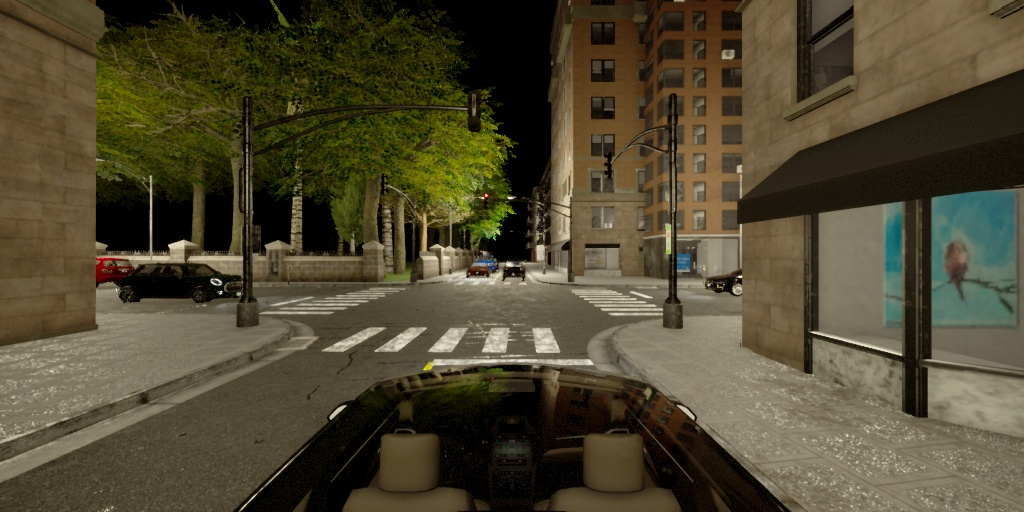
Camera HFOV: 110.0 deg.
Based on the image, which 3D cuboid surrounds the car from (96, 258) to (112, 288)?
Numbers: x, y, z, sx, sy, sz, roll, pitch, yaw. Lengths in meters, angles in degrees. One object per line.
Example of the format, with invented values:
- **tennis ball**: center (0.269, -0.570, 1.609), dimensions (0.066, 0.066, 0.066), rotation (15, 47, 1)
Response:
- **car**: center (-25.929, 1.035, 21.753), dimensions (5.009, 1.841, 2.192), rotation (0, 0, 1)

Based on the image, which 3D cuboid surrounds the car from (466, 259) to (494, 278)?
- **car**: center (-3.064, 1.293, 33.589), dimensions (1.994, 1.385, 4.181), rotation (0, 0, 0)

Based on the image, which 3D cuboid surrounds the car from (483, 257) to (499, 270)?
- **car**: center (-3.035, 1.044, 52.958), dimensions (2.097, 1.767, 4.553), rotation (0, 0, 0)

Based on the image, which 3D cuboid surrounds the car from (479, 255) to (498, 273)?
- **car**: center (-3.056, 0.933, 42.898), dimensions (2.150, 2.045, 5.566), rotation (0, 0, 0)

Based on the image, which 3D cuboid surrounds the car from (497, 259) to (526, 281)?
- **car**: center (0.146, 1.226, 30.257), dimensions (2.128, 1.511, 4.902), rotation (0, 0, 0)

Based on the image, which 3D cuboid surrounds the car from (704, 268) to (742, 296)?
- **car**: center (12.684, 1.271, 18.668), dimensions (4.892, 1.490, 1.837), rotation (0, 0, 1)

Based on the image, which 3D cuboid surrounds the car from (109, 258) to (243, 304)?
- **car**: center (-14.253, 1.089, 15.830), dimensions (4.553, 1.767, 2.097), rotation (0, 0, 1)
